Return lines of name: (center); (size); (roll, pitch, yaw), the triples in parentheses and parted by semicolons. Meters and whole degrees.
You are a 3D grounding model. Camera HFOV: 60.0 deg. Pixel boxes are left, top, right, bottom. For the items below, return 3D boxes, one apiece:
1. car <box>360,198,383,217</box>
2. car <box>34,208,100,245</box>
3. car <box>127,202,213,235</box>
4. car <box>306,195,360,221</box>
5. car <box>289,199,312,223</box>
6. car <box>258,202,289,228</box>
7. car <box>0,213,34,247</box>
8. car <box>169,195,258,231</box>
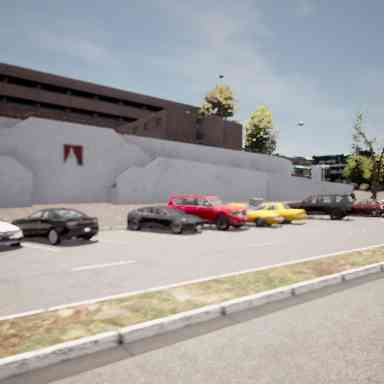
car: (15.523, 1.396, 31.244); (4.553, 1.767, 2.185); (-1, -1, 35)
car: (-6.495, 1.491, 15.589); (5.008, 1.535, 2.097); (-1, 0, 35)
car: (-1.583, 1.514, 19.064); (4.792, 1.488, 2.163); (-1, -1, 35)
car: (10.582, 1.248, 27.794); (5.566, 2.045, 2.435); (-1, -1, 35)
car: (5.568, 1.486, 24.402); (5.366, 1.575, 1.946); (-1, -1, 35)
car: (3.435, 1.478, 22.456); (5.366, 1.575, 1.946); (-1, -1, 35)
car: (-8.945, 1.532, 13.856); (4.674, 1.452, 2.002); (-1, -1, 35)
car: (0.860, 1.232, 20.811); (5.566, 2.045, 2.435); (-1, -1, 35)
